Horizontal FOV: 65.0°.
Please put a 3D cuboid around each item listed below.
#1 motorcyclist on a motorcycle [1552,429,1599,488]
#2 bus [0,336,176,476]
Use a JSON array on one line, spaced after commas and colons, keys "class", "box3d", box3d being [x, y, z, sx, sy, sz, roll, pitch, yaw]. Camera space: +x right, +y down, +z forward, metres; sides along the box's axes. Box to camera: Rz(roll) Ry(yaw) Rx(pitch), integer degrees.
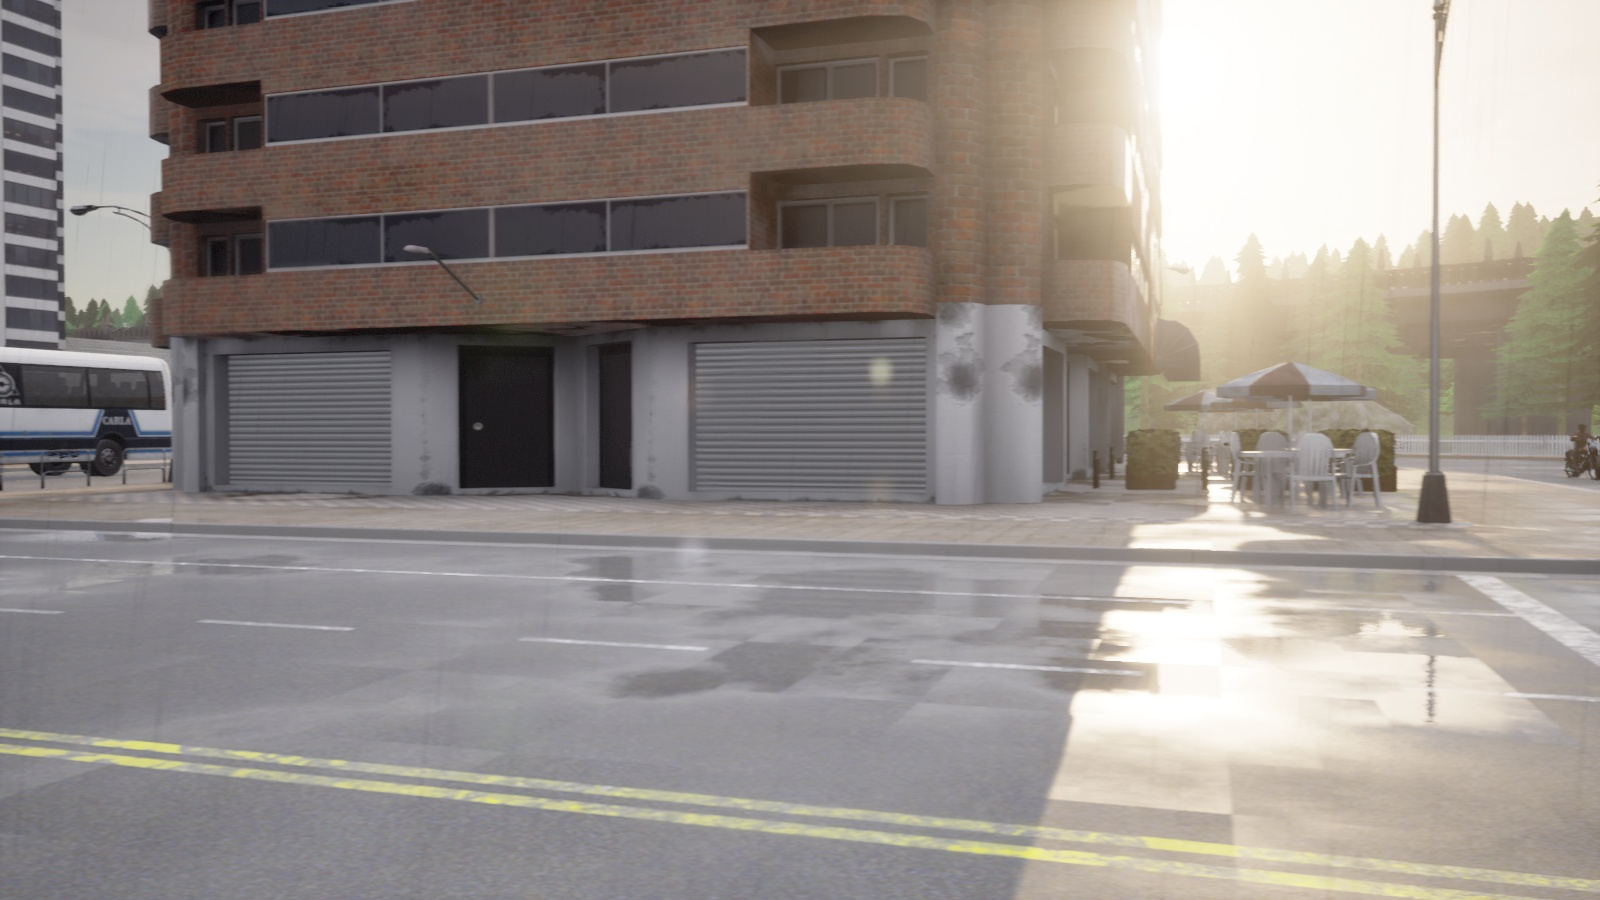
[{"class": "motorcyclist on a motorcycle", "box3d": [22.403, 0.216, 35.929, 0.766, 1.649, 2.350, 0, 1, 11]}, {"class": "bus", "box3d": [-25.711, -1.375, 40.520, 3.944, 4.253, 10.273, 1, 1, 18]}]
